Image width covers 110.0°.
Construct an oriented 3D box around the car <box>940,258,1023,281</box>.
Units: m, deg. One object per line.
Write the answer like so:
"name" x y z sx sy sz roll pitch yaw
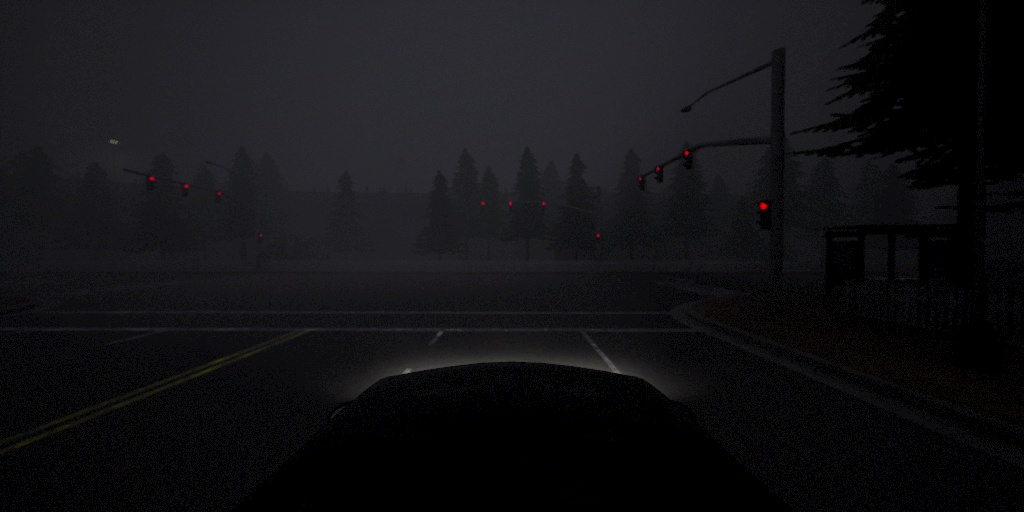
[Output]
"car" 31.338 0.852 23.860 4.892 1.490 1.837 0 1 3
